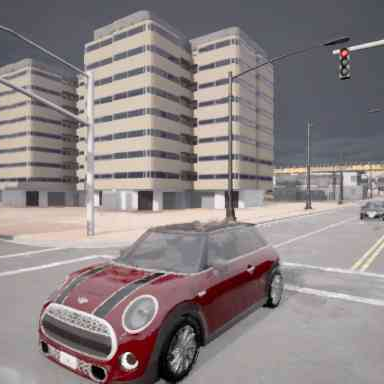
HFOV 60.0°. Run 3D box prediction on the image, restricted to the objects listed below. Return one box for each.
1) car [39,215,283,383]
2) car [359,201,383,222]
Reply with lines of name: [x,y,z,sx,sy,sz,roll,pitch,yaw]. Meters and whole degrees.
car: [-0.137,1.348,5.683,2.097,1.767,4.553,0,0,35]
car: [14.775,1.497,26.754,2.128,1.511,4.902,0,0,35]
